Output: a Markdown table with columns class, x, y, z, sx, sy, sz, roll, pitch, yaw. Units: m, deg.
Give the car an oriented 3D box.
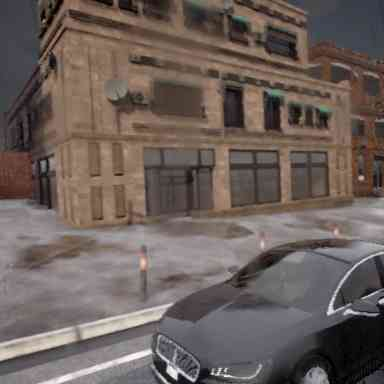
| class | x | y | z | sx | sy | sz | roll | pitch | yaw |
| --- | --- | --- | --- | --- | --- | --- | --- | --- | --- |
| car | 1.788 | 1.487 | 4.640 | 4.892 | 1.490 | 1.837 | 0 | 0 | -35 |
